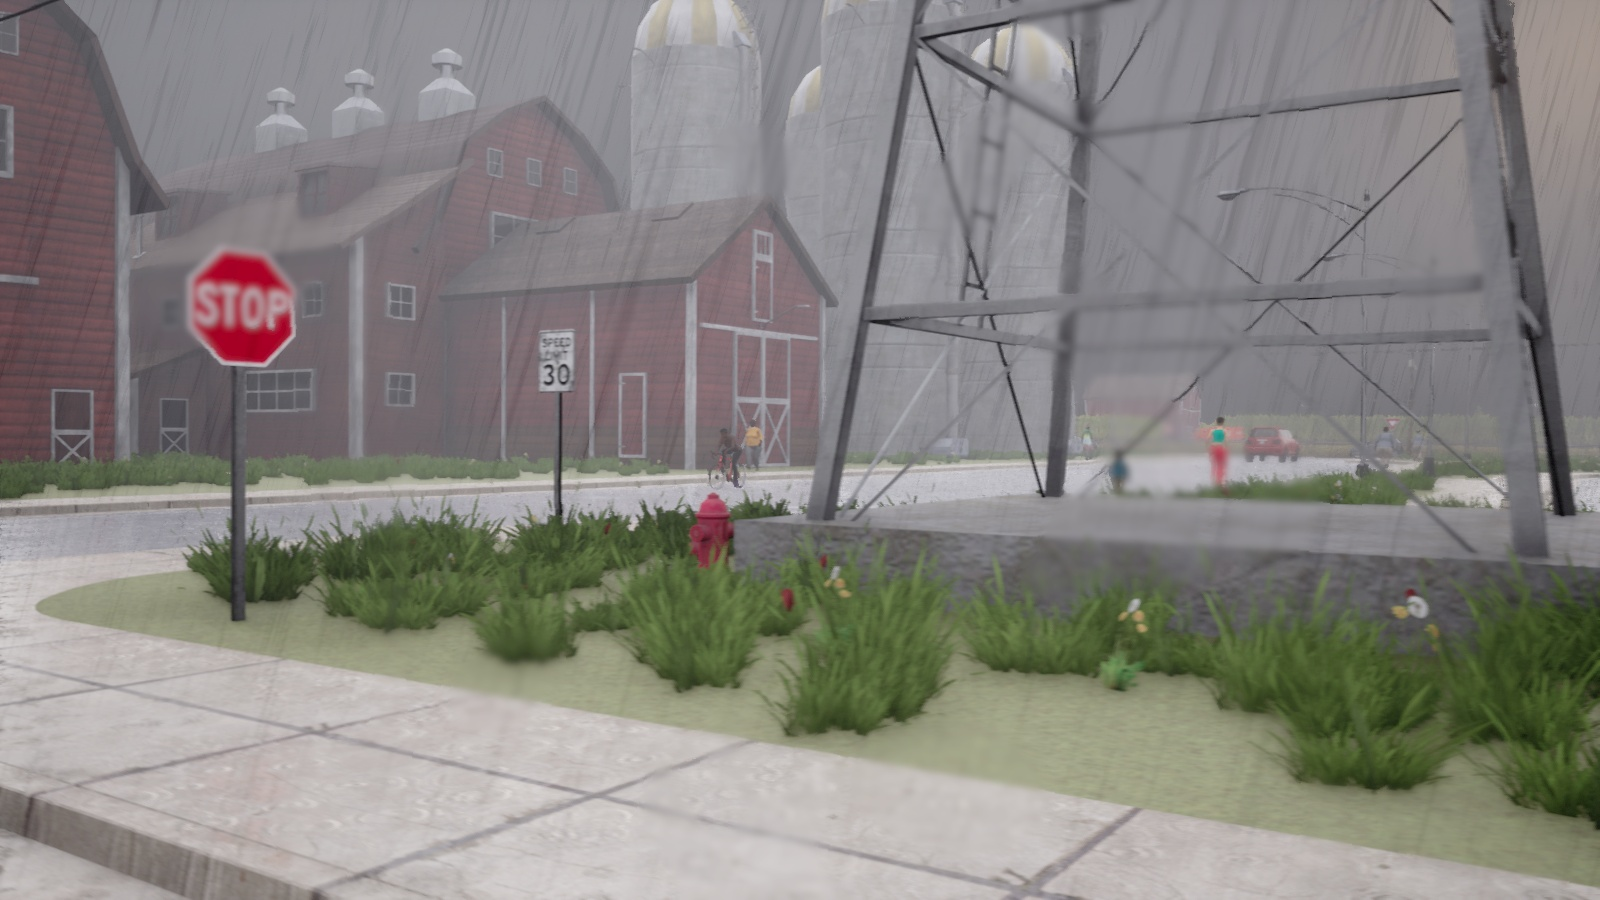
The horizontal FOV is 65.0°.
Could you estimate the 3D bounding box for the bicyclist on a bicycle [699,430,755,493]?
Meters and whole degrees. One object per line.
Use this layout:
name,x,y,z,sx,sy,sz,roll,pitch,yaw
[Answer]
bicyclist on a bicycle,-1.926,0.278,33.266,0.582,1.620,1.656,0,1,33

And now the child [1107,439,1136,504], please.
child,6.065,0.401,23.667,0.448,1.192,0.343,-1,1,-44

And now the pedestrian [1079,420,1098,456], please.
pedestrian,15.834,-0.659,68.898,0.659,1.952,0.873,0,1,38

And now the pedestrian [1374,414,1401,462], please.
pedestrian,23.025,-0.482,49.242,0.874,1.855,0.900,0,1,30

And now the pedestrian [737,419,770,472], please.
pedestrian,-1.633,-0.161,43.856,0.874,1.855,0.900,0,1,19

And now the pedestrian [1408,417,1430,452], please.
pedestrian,33.651,-0.835,68.263,0.874,1.855,0.900,0,1,13

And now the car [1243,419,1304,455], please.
car,27.493,-0.766,72.793,2.150,2.045,5.566,0,1,33

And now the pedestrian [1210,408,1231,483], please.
pedestrian,10.341,-0.116,30.861,0.345,1.836,0.594,0,1,33

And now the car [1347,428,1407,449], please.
car,40.983,-0.821,89.223,3.633,1.501,1.845,0,1,33
